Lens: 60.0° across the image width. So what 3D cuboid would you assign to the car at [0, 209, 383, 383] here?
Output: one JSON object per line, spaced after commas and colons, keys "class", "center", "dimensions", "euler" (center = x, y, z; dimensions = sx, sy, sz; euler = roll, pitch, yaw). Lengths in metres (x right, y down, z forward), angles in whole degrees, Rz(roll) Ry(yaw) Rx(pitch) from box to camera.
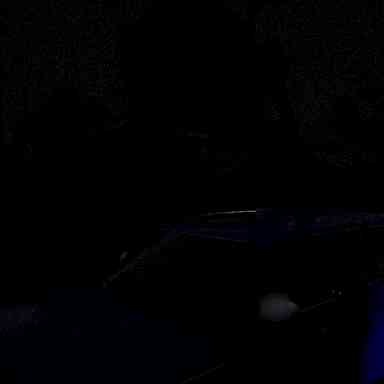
{"class": "car", "center": [0.543, 1.253, 3.469], "dimensions": [5.566, 2.045, 2.150], "euler": [0, -1, -37]}
